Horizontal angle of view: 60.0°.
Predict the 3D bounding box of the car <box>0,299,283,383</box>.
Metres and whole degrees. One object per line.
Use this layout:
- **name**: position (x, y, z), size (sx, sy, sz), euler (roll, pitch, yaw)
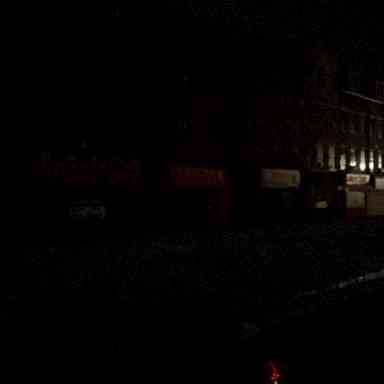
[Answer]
- **car**: position (-1.284, 1.564, 2.130), size (4.181, 1.385, 1.994), euler (0, 0, -35)
